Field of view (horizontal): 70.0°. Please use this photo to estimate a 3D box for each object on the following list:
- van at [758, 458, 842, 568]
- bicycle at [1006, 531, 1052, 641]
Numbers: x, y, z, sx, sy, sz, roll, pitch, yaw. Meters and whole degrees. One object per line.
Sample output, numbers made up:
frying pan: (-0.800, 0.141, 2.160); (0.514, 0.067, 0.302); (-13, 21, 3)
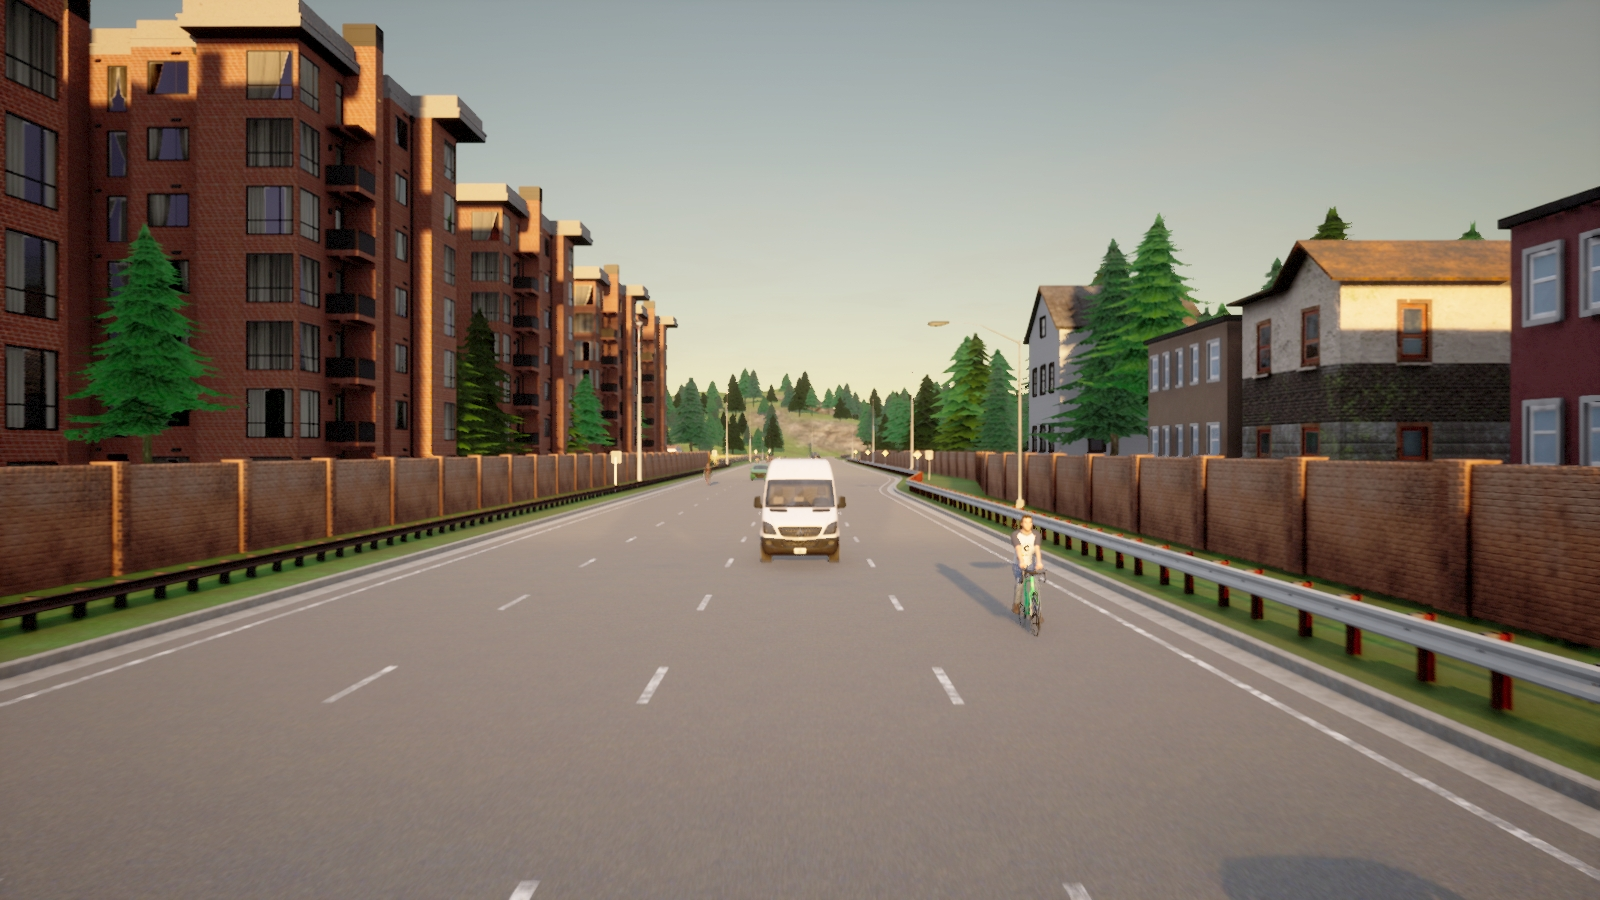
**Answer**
van: (0.003, 1.520, 30.146); (1.988, 2.561, 5.915); (0, 0, 0)
bicycle: (3.502, 2.047, 17.528); (0.373, 1.496, 1.643); (0, 0, 0)
